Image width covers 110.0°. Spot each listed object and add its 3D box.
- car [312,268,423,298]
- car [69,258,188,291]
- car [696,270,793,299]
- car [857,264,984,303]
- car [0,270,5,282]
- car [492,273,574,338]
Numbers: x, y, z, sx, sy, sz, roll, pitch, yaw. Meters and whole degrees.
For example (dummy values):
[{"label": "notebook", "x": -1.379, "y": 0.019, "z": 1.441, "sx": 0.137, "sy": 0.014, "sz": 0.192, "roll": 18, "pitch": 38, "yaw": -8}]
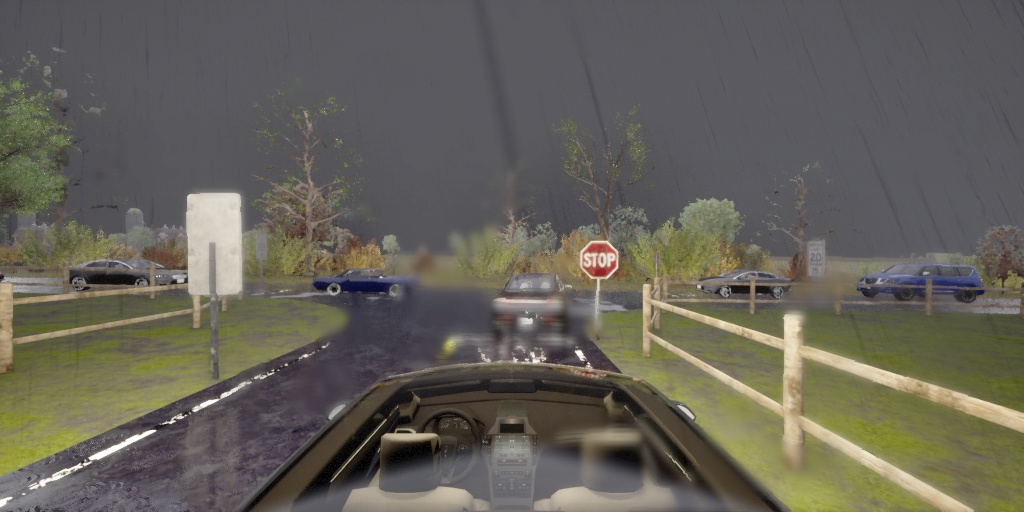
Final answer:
[{"label": "car", "x": -6.810, "y": 1.249, "z": 17.323, "sx": 4.718, "sy": 1.301, "sz": 1.895, "roll": 1, "pitch": 1, "yaw": 0}, {"label": "car", "x": -18.478, "y": 0.885, "z": 17.350, "sx": 4.902, "sy": 1.511, "sz": 2.128, "roll": 1, "pitch": 1, "yaw": 0}, {"label": "car", "x": 13.018, "y": 1.525, "z": 20.233, "sx": 4.902, "sy": 1.511, "sz": 2.128, "roll": 1, "pitch": 1, "yaw": 0}, {"label": "car", "x": 22.914, "y": 1.466, "z": 20.214, "sx": 5.566, "sy": 2.045, "sz": 2.150, "roll": 1, "pitch": 1, "yaw": 0}, {"label": "car", "x": -27.781, "y": 0.718, "z": 17.365, "sx": 4.674, "sy": 1.442, "sz": 1.812, "roll": 1, "pitch": 1, "yaw": 0}, {"label": "car", "x": 0.713, "y": 1.240, "z": 10.285, "sx": 2.128, "sy": 1.511, "sz": 4.902, "roll": 0, "pitch": 0, "yaw": 9}]
